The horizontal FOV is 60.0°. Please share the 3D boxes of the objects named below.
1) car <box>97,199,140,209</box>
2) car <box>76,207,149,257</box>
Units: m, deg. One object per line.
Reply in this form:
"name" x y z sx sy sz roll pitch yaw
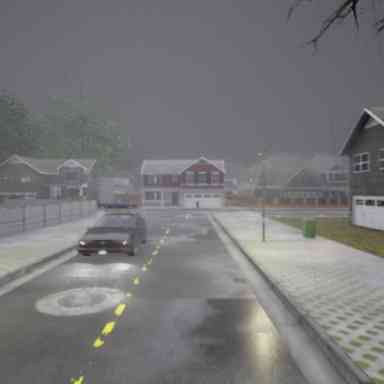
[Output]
"car" -8.279 1.452 37.203 4.718 1.301 1.895 0 0 0
"car" -2.846 1.547 13.261 2.033 1.411 5.357 0 0 0
